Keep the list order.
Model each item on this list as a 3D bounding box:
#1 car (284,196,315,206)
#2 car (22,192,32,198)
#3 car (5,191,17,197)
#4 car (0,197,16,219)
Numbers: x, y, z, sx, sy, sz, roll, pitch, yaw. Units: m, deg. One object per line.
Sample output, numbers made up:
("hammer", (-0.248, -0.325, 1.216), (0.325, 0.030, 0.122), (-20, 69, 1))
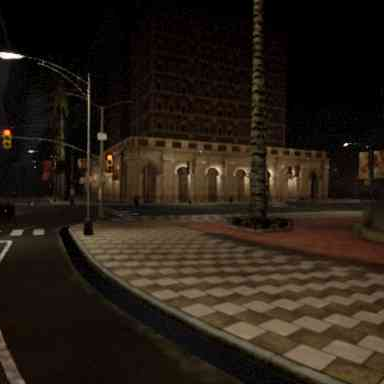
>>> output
("car", (16.927, 1.499, 52.374), (4.718, 1.301, 1.895), (0, 0, -25))
("car", (-39.876, 0.708, 80.308), (2.033, 1.411, 5.357), (0, 0, -25))
("car", (-43.229, 0.497, 79.219), (2.097, 1.767, 4.553), (0, 0, -25))
("car", (-14.560, 1.322, 25.131), (1.895, 1.301, 4.718), (0, 0, -24))
